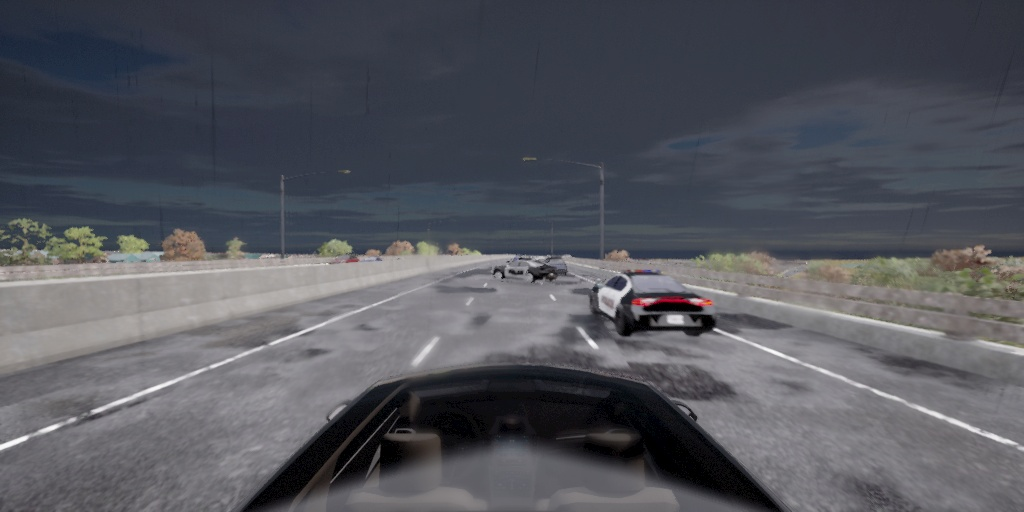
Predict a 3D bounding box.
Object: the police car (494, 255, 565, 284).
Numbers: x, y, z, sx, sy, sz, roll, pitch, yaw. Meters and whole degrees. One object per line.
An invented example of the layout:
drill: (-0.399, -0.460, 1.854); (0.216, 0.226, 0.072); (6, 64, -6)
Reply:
police car: (0.747, 0.914, 24.397); (1.930, 1.638, 5.238); (0, 1, -43)

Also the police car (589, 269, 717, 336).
police car: (3.522, 1.154, 10.129); (2.038, 1.542, 4.974); (0, 1, 0)

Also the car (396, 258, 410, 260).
car: (-13.513, 0.873, 44.089); (1.895, 1.301, 4.718); (0, 1, 2)

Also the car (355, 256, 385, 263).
car: (-17.024, 0.796, 44.008); (1.812, 1.442, 4.674); (0, 1, 2)

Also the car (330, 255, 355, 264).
car: (-20.517, 0.617, 44.252); (2.097, 1.767, 4.553); (0, 1, 2)

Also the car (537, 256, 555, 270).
car: (4.022, 0.755, 43.080); (1.801, 1.575, 5.366); (0, 1, 1)

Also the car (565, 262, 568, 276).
car: (3.783, 0.843, 31.970); (2.033, 1.649, 4.856); (0, 1, 1)
